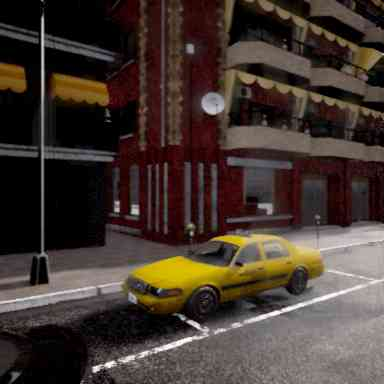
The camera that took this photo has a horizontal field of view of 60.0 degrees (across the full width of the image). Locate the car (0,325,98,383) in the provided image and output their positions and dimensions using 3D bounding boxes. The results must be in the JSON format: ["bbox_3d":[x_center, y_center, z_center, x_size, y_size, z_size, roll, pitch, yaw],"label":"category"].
[{"bbox_3d":[-2.715,1.522,1.440,4.674,1.442,1.812,0,0,-36],"label":"car"}]

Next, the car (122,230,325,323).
[{"bbox_3d":[0.923,1.541,7.220,4.829,1.417,1.752,0,0,-36],"label":"car"}]
